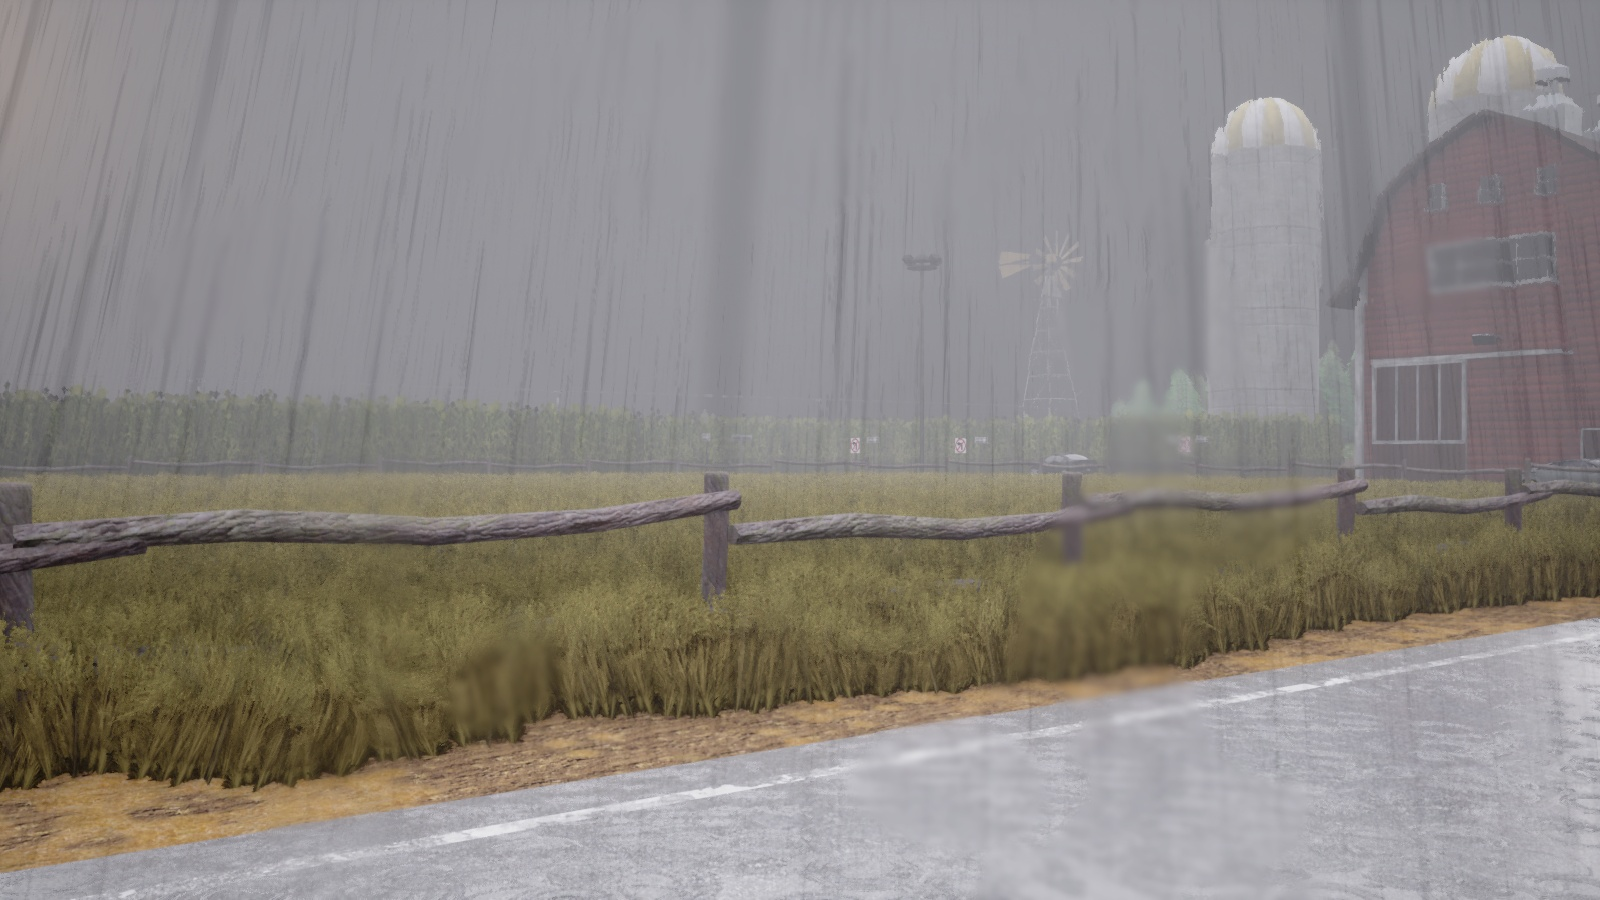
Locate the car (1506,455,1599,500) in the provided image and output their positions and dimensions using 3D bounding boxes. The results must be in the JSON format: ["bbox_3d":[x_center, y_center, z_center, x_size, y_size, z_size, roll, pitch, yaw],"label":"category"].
[{"bbox_3d":[24.977,0.853,39.727,1.994,1.385,4.181,0,0,-39],"label":"car"}]

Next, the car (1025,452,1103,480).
[{"bbox_3d":[14.902,0.865,71.259,1.882,1.535,5.008,0,0,-22],"label":"car"}]
